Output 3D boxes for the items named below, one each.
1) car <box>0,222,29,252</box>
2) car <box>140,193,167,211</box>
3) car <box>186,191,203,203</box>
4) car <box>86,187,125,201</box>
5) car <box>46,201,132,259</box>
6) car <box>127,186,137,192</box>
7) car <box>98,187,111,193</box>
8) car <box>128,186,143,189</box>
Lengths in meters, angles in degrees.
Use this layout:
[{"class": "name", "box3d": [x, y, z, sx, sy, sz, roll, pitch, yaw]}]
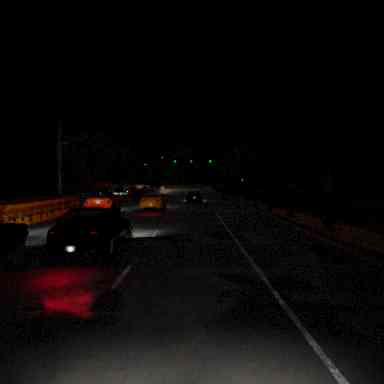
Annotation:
[{"class": "car", "box3d": [-6.877, 1.413, 10.023, 1.895, 1.301, 4.718, 0, 2, 0]}, {"class": "car", "box3d": [-3.262, 0.787, 28.857, 1.882, 1.535, 5.008, 0, 2, 0]}, {"class": "car", "box3d": [0.318, 0.559, 40.631, 1.994, 1.385, 4.181, 0, 2, 0]}, {"class": "car", "box3d": [-6.997, 0.723, 26.506, 2.097, 1.767, 4.553, 0, 1, -2]}, {"class": "car", "box3d": [-3.367, 1.272, 11.659, 1.837, 1.490, 4.892, 0, 1, 0]}, {"class": "car", "box3d": [-16.923, -0.915, 94.016, 1.812, 1.442, 4.674, 0, 2, 0]}, {"class": "car", "box3d": [-20.528, -0.459, 78.471, 1.994, 1.385, 4.181, 0, 2, 0]}, {"class": "car", "box3d": [-13.529, -0.454, 78.258, 1.994, 1.385, 4.181, 0, 2, 0]}]
